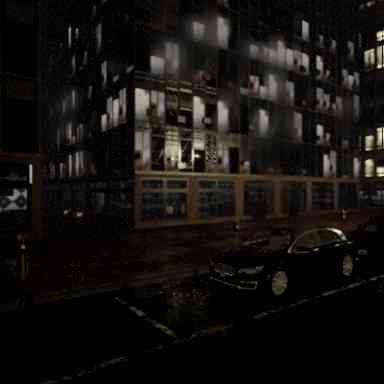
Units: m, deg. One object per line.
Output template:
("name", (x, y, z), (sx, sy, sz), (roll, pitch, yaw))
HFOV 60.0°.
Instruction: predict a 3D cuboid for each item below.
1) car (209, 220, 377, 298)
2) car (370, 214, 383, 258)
("car", (2.421, 1.499, 8.282), (4.403, 1.369, 2.008), (-1, 1, -35))
("car", (7.056, 1.470, 11.588), (4.313, 1.339, 1.947), (-1, 1, -35))
